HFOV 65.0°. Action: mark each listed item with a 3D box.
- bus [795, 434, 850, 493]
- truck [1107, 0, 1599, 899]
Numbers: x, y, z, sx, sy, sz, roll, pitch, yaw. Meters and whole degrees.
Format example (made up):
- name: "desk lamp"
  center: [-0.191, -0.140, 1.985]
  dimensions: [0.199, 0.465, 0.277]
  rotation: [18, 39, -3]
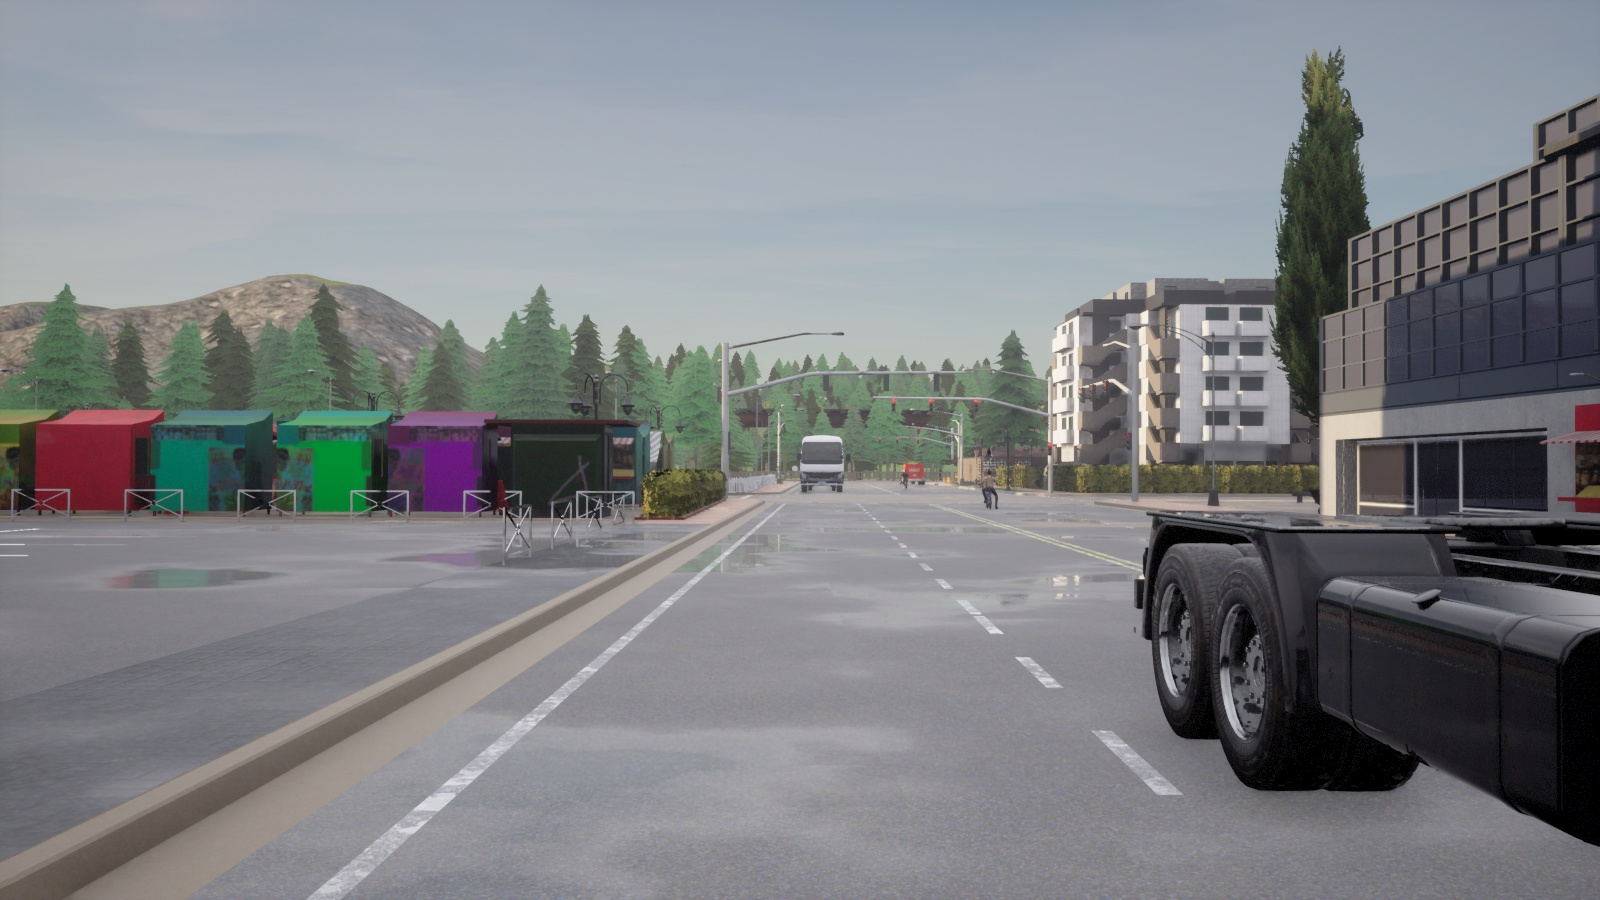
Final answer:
- name: "bus"
  center: [1.699, 1.041, 96.113]
  dimensions: [3.944, 4.253, 10.273]
  rotation: [0, -1, 1]
- name: "truck"
  center: [3.537, -0.102, 4.747]
  dimensions: [2.891, 3.462, 7.936]
  rotation: [0, -1, 1]
